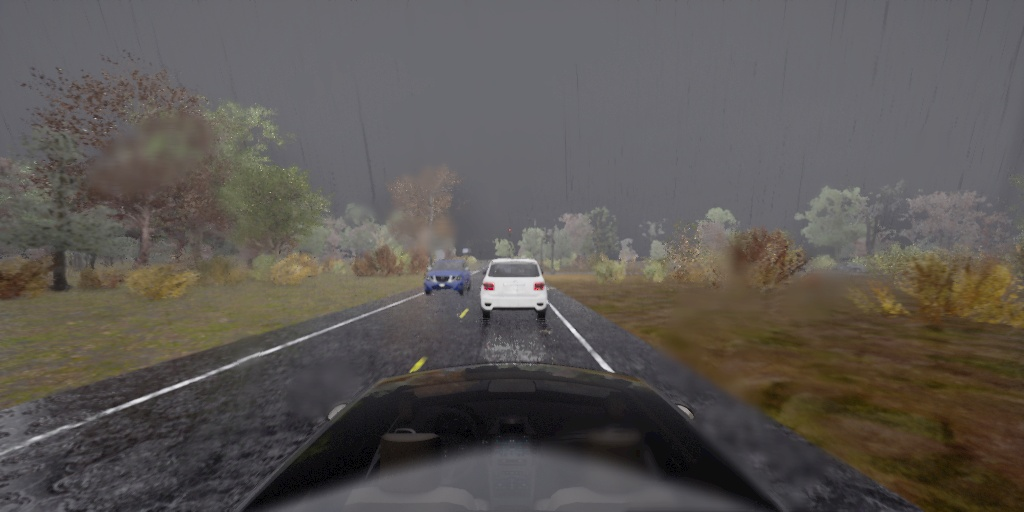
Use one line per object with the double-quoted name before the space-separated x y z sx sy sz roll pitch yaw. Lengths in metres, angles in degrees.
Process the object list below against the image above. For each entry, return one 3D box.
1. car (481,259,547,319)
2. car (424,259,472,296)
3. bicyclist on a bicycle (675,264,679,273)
"car" 0.049 1.122 13.644 2.150 2.045 5.566 0 -1 0
"car" -3.714 1.222 21.652 2.150 2.045 5.566 0 -1 -1
"bicyclist on a bicycle" 23.603 1.846 51.735 0.582 1.620 1.656 0 -1 1
